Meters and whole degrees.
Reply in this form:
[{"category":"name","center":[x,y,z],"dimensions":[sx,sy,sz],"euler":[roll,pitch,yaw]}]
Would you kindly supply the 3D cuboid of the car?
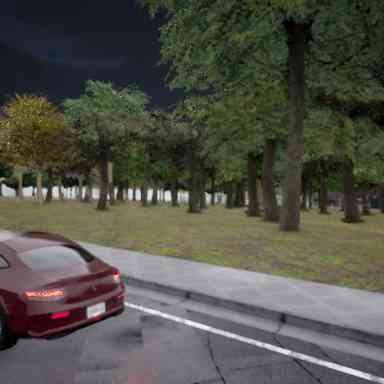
[{"category":"car","center":[-3.199,1.431,5.957],"dimensions":[4.674,1.442,1.812],"euler":[1,1,36]}]
